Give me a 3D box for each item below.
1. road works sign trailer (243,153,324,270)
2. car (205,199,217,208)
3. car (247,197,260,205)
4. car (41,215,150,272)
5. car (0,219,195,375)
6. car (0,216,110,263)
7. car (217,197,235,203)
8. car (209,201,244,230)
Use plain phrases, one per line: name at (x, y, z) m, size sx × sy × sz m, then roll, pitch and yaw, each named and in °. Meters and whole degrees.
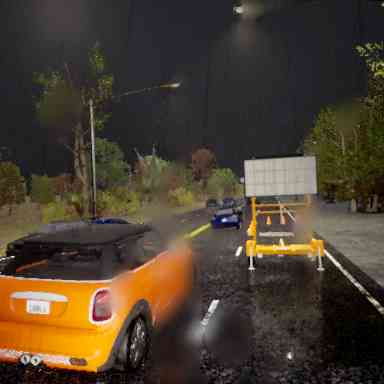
road works sign trailer at (3.034, 0.544, 11.330) m, size 2.380 × 3.560 × 2.880 m, roll -3°, pitch -1°, yaw 13°
car at (3.533, 1.924, 57.360) m, size 1.837 × 1.490 × 4.892 m, roll -3°, pitch -1°, yaw 13°
car at (11.336, 1.325, 61.450) m, size 2.150 × 2.045 × 5.566 m, roll -3°, pitch 0°, yaw 13°
car at (-3.404, 1.809, 12.850) m, size 1.812 × 1.442 × 4.674 m, roll -10°, pitch -4°, yaw 12°
car at (-1.330, 1.357, 5.936) m, size 2.097 × 1.767 × 4.553 m, roll 0°, pitch 0°, yaw 12°
car at (-6.058, 2.061, 15.663) m, size 2.033 × 1.411 × 5.357 m, roll -3°, pitch -1°, yaw 13°
car at (5.836, 1.638, 53.014) m, size 2.097 × 1.767 × 4.553 m, roll -3°, pitch 0°, yaw 13°
car at (2.474, 1.720, 23.139) m, size 1.994 × 1.385 × 4.181 m, roll -8°, pitch 0°, yaw 13°
